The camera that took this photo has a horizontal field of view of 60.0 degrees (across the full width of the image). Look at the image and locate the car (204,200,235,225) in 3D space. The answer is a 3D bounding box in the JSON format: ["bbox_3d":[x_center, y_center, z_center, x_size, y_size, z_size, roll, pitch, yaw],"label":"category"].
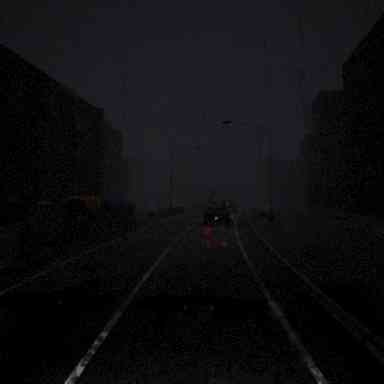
[{"bbox_3d":[2.028,1.649,25.798,2.128,1.511,4.902,0,0,8],"label":"car"}]

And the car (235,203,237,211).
[{"bbox_3d":[4.678,1.804,42.661,2.128,1.511,4.902,0,-1,10],"label":"car"}]
